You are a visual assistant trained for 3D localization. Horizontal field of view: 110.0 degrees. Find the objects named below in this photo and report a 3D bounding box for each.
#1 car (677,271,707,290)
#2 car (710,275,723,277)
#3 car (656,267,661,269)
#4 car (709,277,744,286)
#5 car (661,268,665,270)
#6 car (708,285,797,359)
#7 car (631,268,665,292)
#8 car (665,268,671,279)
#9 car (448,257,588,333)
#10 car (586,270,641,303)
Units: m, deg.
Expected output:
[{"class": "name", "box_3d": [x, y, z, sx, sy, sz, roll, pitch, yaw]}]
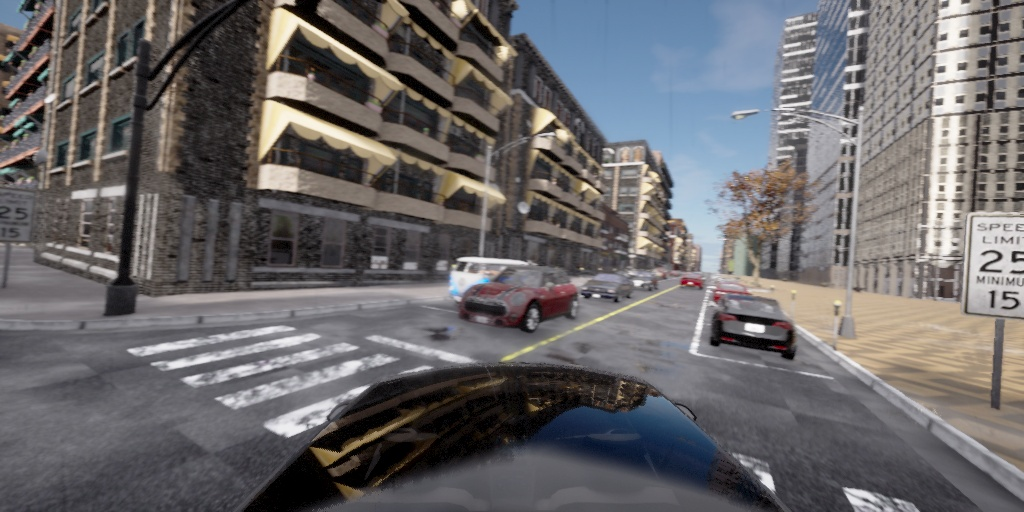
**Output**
[{"class": "car", "box_3d": [18.133, 2.516, 36.051, 1.882, 1.535, 5.008, 4, 0, 30]}, {"class": "car", "box_3d": [14.612, 2.324, 24.480, 2.007, 1.370, 4.403, 0, 0, 29]}, {"class": "car", "box_3d": [18.226, 2.626, 48.007, 1.948, 1.339, 4.313, 0, 0, 29]}, {"class": "car", "box_3d": [11.887, 2.118, 19.626, 1.888, 1.381, 4.507, 0, 0, 29]}, {"class": "car", "box_3d": [20.867, 2.788, 52.712, 1.751, 1.417, 4.829, 0, 0, 29]}, {"class": "car", "box_3d": [6.439, 1.737, 9.920, 1.948, 1.339, 4.313, 0, 0, 29]}, {"class": "car", "box_3d": [10.741, 1.990, 29.274, 2.128, 1.511, 4.902, 4, 0, 30]}, {"class": "car", "box_3d": [23.675, 2.780, 57.714, 2.192, 1.841, 5.009, 0, 0, 29]}, {"class": "car", "box_3d": [0.411, 1.087, 10.928, 2.097, 1.767, 4.553, 4, 0, 30]}, {"class": "car", "box_3d": [5.432, 1.653, 19.856, 2.033, 1.411, 5.357, 4, 0, 29]}]
